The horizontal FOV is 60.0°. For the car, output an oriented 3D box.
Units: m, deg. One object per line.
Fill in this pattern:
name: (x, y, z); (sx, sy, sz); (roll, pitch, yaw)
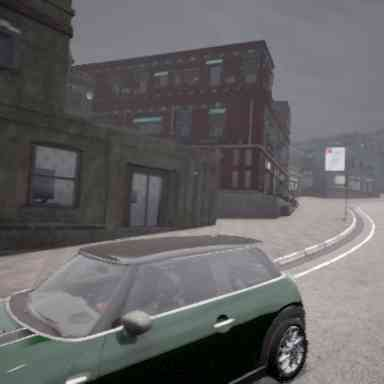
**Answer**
car: (-0.723, 1.371, 3.730); (4.553, 1.767, 2.097); (0, 0, -39)
